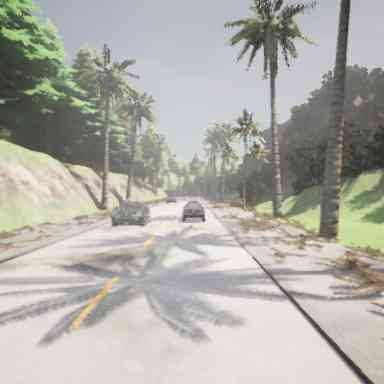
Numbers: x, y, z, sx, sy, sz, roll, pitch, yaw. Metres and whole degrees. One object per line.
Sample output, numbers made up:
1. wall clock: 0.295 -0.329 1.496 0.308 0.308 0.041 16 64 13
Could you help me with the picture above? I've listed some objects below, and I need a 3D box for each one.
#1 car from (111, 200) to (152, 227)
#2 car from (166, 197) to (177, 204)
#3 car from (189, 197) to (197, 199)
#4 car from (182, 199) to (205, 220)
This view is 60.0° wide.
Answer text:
1. car: -4.049 1.366 22.726 2.097 1.767 4.553 0 0 0
2. car: -3.880 1.611 64.121 1.895 1.301 4.718 0 0 0
3. car: 0.206 1.633 62.204 1.895 1.301 4.718 0 0 0
4. car: 0.140 1.562 27.920 2.033 1.411 5.357 0 0 0
